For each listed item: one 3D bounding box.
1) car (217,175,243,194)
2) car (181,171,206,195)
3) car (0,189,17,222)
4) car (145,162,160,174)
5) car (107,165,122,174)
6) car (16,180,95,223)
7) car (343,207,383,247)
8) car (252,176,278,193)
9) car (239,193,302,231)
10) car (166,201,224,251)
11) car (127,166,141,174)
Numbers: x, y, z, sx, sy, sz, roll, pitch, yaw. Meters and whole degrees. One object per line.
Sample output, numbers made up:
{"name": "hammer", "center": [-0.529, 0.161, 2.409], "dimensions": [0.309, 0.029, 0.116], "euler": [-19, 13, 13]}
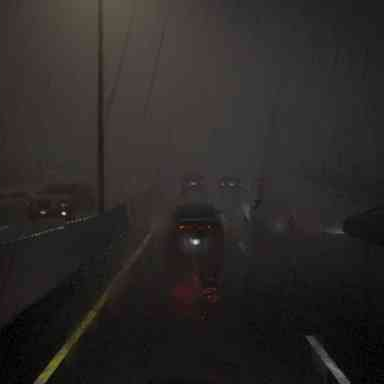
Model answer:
{"name": "car", "center": [3.623, -0.912, 32.366], "dimensions": [2.097, 1.767, 4.553], "euler": [0, 7, 0]}
{"name": "car", "center": [0.123, -0.949, 31.593], "dimensions": [2.150, 2.045, 5.566], "euler": [0, 7, 0]}
{"name": "car", "center": [-10.585, 0.652, 18.683], "dimensions": [1.882, 1.535, 5.008], "euler": [0, 5, 0]}
{"name": "car", "center": [-6.982, -4.327, 59.847], "dimensions": [2.150, 2.045, 5.566], "euler": [0, 7, 1]}
{"name": "car", "center": [-13.982, -4.048, 59.903], "dimensions": [1.837, 1.490, 4.892], "euler": [0, 7, 1]}
{"name": "car", "center": [-7.085, 0.407, 18.545], "dimensions": [2.150, 2.045, 5.566], "euler": [0, 5, 0]}
{"name": "car", "center": [7.103, 1.200, 11.792], "dimensions": [1.994, 1.385, 4.181], "euler": [0, 3, 0]}
{"name": "car", "center": [7.124, -0.810, 32.692], "dimensions": [2.128, 1.511, 4.902], "euler": [0, 7, 0]}
{"name": "car", "center": [3.611, 0.980, 15.942], "dimensions": [1.895, 1.301, 4.718], "euler": [0, 4, 0]}
{"name": "car", "center": [0.104, 1.111, 12.364], "dimensions": [1.837, 1.490, 4.892], "euler": [0, 3, 0]}
{"name": "car", "center": [-10.475, -3.952, 59.909], "dimensions": [1.895, 1.301, 4.718], "euler": [0, 7, 1]}
